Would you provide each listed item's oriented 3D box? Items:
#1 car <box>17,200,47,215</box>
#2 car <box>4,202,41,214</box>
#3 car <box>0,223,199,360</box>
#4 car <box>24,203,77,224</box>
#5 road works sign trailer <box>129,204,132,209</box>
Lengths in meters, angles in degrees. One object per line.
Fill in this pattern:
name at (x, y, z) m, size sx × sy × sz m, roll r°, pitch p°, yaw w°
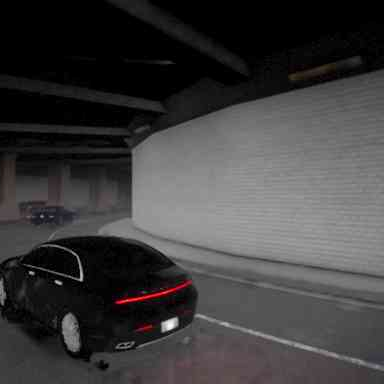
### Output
car at (-19.498, 1.847, 41.195) m, size 2.097 × 1.767 × 4.553 m, roll 0°, pitch 0°, yaw 13°
car at (-22.392, 2.068, 44.186) m, size 1.812 × 1.442 × 4.674 m, roll -1°, pitch -1°, yaw 14°
car at (-2.047, 1.572, 6.186) m, size 4.892 × 1.490 × 1.837 m, roll -1°, pitch 0°, yaw 44°
car at (-10.838, 1.852, 26.475) m, size 2.033 × 1.411 × 5.357 m, roll -1°, pitch 0°, yaw -1°
road works sign trailer at (-8.513, 0.976, 53.682) m, size 2.380 × 3.560 × 2.880 m, roll -1°, pitch -1°, yaw 26°
